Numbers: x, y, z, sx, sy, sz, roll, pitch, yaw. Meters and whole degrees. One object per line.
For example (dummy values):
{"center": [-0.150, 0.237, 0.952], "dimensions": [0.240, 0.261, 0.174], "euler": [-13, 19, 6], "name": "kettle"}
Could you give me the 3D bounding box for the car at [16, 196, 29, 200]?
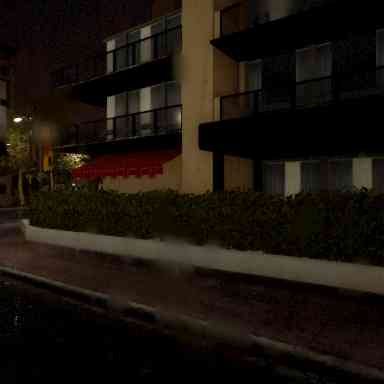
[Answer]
{"center": [-36.129, 1.481, 67.948], "dimensions": [4.892, 1.521, 2.231], "euler": [0, 0, 36], "name": "car"}
